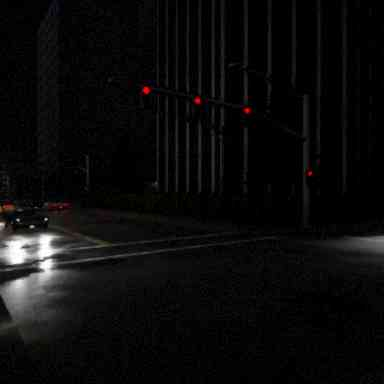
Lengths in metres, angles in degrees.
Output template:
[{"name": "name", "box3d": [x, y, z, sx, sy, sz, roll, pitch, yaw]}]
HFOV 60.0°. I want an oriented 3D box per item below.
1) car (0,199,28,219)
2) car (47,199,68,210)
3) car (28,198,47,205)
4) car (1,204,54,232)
[{"name": "car", "box3d": [-15.425, 1.364, 27.679, 2.097, 1.767, 4.553, 0, 0, -36]}, {"name": "car", "box3d": [-17.523, 1.608, 42.900, 1.895, 1.301, 4.718, 0, 0, -36]}, {"name": "car", "box3d": [-18.586, 1.512, 38.405, 1.837, 1.490, 4.892, 0, 0, -36]}, {"name": "car", "box3d": [-10.174, 1.619, 20.334, 1.895, 1.301, 4.718, 0, 0, -36]}]
